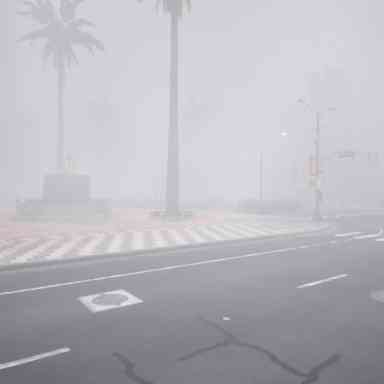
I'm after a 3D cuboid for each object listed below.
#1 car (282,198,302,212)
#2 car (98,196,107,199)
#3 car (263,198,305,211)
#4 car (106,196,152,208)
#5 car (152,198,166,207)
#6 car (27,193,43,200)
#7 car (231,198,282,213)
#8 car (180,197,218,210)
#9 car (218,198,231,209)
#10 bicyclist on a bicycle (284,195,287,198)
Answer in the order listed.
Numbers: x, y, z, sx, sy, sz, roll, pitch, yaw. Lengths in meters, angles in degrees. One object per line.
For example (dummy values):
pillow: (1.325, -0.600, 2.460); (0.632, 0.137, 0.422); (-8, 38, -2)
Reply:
car: (9.974, 1.601, 38.462); (1.895, 1.301, 4.718); (0, 0, -39)
car: (-15.835, 1.492, 59.127); (4.902, 1.511, 2.128); (0, 0, 2)
car: (11.627, 1.505, 42.379); (1.837, 1.490, 4.892); (0, 0, -40)
car: (-8.949, 1.547, 47.556); (5.357, 1.411, 2.033); (0, 0, 14)
car: (-5.762, 1.564, 50.060); (4.181, 1.385, 1.994); (0, 0, 18)
car: (-26.043, 1.221, 58.561); (5.566, 2.045, 2.150); (0, 0, -10)
car: (7.033, 1.505, 36.528); (1.837, 1.490, 4.892); (0, 0, -39)
car: (0.566, 1.526, 42.941); (4.674, 1.442, 1.812); (0, 0, 34)
car: (3.427, 1.505, 45.098); (4.892, 1.490, 1.837); (0, 0, 36)
bicyclist on a bicycle: (15.278, 1.301, 54.491); (0.582, 1.620, 1.656); (0, 0, 42)
